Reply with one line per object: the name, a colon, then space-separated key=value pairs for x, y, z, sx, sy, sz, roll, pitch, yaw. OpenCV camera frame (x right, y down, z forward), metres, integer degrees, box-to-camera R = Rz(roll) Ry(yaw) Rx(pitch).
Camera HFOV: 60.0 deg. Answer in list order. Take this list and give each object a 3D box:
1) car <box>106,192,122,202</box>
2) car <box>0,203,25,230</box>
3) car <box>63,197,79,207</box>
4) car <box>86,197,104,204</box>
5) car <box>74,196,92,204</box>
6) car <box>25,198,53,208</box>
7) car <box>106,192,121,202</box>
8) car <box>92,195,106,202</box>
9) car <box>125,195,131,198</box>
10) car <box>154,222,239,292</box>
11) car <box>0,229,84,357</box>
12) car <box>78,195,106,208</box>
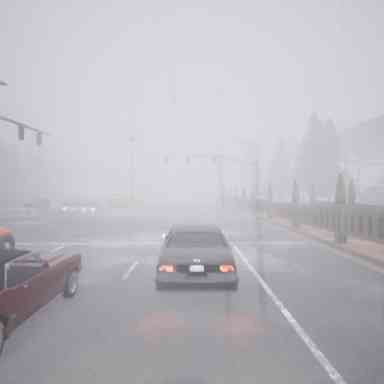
car: x=-14.118 y=1.147 z=59.859 sx=2.150 sy=2.045 sz=5.566 roll=0 pitch=0 yaw=1
car: x=-6.910 y=1.340 z=9.200 sx=2.097 sy=1.767 sz=4.553 roll=0 pitch=0 yaw=0
car: x=-17.626 y=1.501 z=49.523 sx=1.994 sy=1.385 sz=4.181 roll=0 pitch=0 yaw=0
car: x=-17.610 y=1.524 z=60.844 sx=1.895 sy=1.301 sz=4.718 roll=0 pitch=0 yaw=1
car: x=-21.078 y=1.444 z=64.426 sx=1.812 sy=1.442 sz=4.674 roll=0 pitch=0 yaw=0
car: x=-21.152 y=1.488 z=45.924 sx=2.033 sy=1.411 sz=5.357 roll=0 pitch=0 yaw=1
car: x=-17.581 y=1.131 z=74.620 sx=2.150 sy=2.045 sz=5.566 roll=0 pitch=0 yaw=0
car: x=-21.082 y=1.456 z=75.289 sx=1.994 sy=1.385 sz=4.181 roll=0 pitch=0 yaw=0
car: x=-14.080 y=1.431 z=73.601 sx=1.812 sy=1.442 sz=4.674 roll=0 pitch=0 yaw=0
car: x=0.090 y=1.536 z=8.993 sx=2.033 sy=1.411 sz=5.357 roll=0 pitch=0 yaw=0
car: x=-3.406 y=1.594 z=5.537 sx=1.895 sy=1.301 sz=4.718 roll=0 pitch=0 yaw=0
car: x=-14.132 y=1.504 z=47.377 sx=1.994 sy=1.385 sz=4.181 roll=0 pitch=0 yaw=0
